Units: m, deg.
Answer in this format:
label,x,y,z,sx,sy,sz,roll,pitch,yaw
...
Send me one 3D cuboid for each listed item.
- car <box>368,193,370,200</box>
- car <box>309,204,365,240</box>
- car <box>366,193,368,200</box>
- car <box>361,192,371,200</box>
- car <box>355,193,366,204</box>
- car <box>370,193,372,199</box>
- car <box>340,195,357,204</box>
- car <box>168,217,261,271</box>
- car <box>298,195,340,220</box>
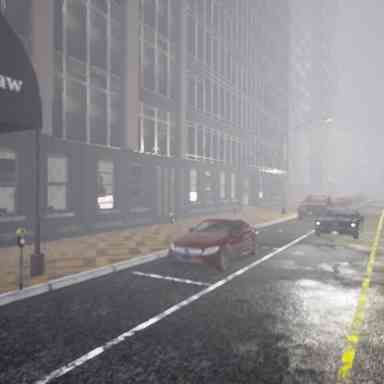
label,x,y,z,sx,sy,sz,roll,pitch,yaw
car,32.013,1.094,63.074,2.008,1.369,4.403,1,1,31
car,7.412,1.478,16.525,1.895,1.301,4.718,0,1,31
car,29.188,1.017,58.309,1.967,1.590,4.097,1,1,31
car,40.493,0.882,77.365,1.967,1.590,4.097,1,1,31
car,26.361,1.155,53.546,1.887,1.381,4.507,1,1,31
car,37.666,1.020,72.601,1.887,1.381,4.507,1,1,31
car,17.882,1.256,39.255,1.887,1.381,4.507,1,1,31
car,0.925,1.495,10.671,1.802,1.307,4.206,1,1,31
car,9.405,1.127,24.960,2.192,1.841,5.009,1,1,31
